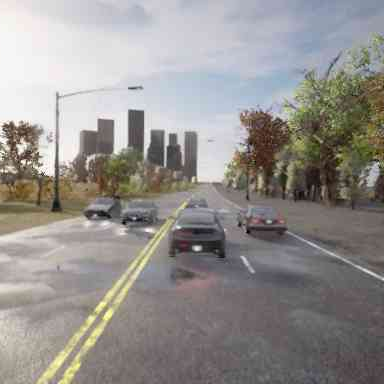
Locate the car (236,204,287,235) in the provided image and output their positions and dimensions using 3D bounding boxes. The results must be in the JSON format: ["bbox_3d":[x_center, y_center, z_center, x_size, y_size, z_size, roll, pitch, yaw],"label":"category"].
[{"bbox_3d":[3.507,1.356,17.533,2.033,1.411,5.357,1,1,1],"label":"car"}]

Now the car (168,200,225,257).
[{"bbox_3d":[0.176,1.339,12.357,1.837,1.490,4.892,1,2,0],"label":"car"}]

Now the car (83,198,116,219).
[{"bbox_3d":[-6.362,1.140,24.690,2.033,1.411,5.357,1,1,1],"label":"car"}]

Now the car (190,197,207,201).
[{"bbox_3d":[0.433,1.159,30.147,1.994,1.385,4.181,1,1,1],"label":"car"}]

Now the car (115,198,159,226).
[{"bbox_3d":[-3.167,1.197,20.968,1.837,1.490,4.892,1,1,1],"label":"car"}]
